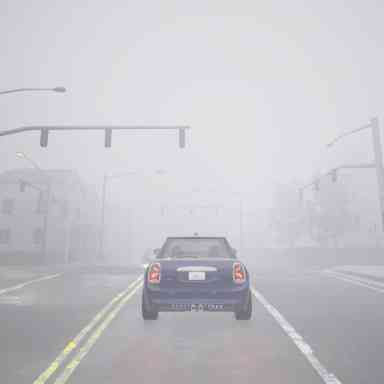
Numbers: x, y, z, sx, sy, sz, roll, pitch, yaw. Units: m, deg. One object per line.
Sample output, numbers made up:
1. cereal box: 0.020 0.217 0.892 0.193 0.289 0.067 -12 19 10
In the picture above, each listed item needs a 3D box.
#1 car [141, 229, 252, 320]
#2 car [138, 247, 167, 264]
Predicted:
1. car: 0.086 1.807 8.231 2.097 1.767 4.553 0 -7 0
2. car: -3.654 6.116 31.819 2.128 1.511 4.902 0 -12 0
